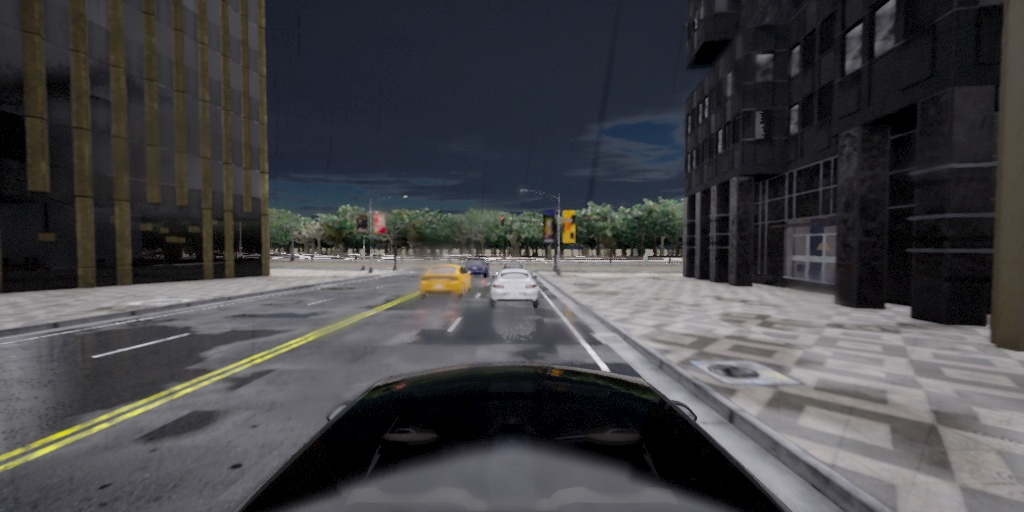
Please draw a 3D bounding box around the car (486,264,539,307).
[{"bbox_3d":[0.102,1.219,14.945,1.812,1.442,4.674,0,0,0],"label":"car"}]

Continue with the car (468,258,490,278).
[{"bbox_3d":[-3.148,1.001,32.436,2.097,1.767,4.553,0,0,0],"label":"car"}]

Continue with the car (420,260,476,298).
[{"bbox_3d":[-3.149,1.163,17.881,1.882,1.535,5.008,0,0,0],"label":"car"}]
